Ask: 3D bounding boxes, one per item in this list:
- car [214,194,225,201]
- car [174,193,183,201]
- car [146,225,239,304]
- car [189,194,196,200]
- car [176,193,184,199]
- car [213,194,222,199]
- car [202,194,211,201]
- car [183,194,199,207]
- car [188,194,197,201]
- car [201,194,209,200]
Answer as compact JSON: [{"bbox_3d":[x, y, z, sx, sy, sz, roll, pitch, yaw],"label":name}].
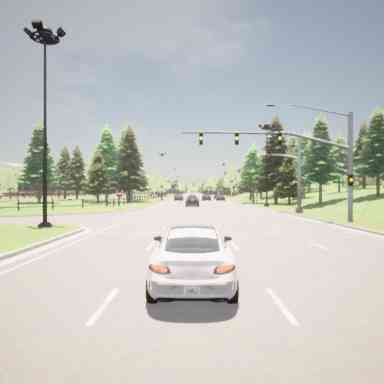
[{"bbox_3d":[7.111,1.490,82.529,2.128,1.511,4.902,0,0,0],"label":"car"},{"bbox_3d":[-3.389,1.517,82.927,1.994,1.385,4.181,0,0,0],"label":"car"},{"bbox_3d":[0.017,1.523,8.022,1.812,1.442,4.674,0,0,0],"label":"car"},{"bbox_3d":[0.125,1.303,92.958,1.837,1.490,4.892,0,0,0],"label":"car"},{"bbox_3d":[-3.375,1.158,92.933,2.097,1.767,4.553,0,0,0],"label":"car"},{"bbox_3d":[7.125,1.355,92.949,1.994,1.385,4.181,0,0,0],"label":"car"},{"bbox_3d":[3.611,1.321,82.920,2.097,1.767,4.553,0,0,0],"label":"car"},{"bbox_3d":[0.070,1.335,51.896,2.097,1.767,4.553,0,0,0],"label":"car"},{"bbox_3d":[0.111,1.321,82.925,2.097,1.767,4.553,0,0,0],"label":"car"},{"bbox_3d":[3.625,1.342,92.954,2.033,1.411,5.357,0,0,0],"label":"car"}]
